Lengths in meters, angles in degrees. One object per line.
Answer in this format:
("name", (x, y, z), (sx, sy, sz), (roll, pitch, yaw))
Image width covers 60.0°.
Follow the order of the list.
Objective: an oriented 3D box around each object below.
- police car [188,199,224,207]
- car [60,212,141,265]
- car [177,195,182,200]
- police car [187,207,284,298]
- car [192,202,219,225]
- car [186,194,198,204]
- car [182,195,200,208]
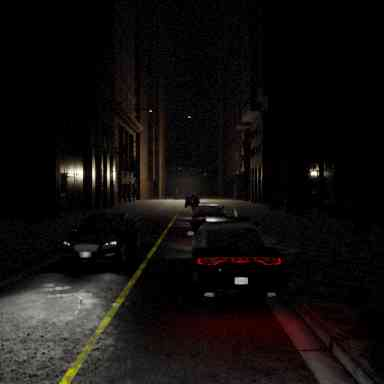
("police car", (0.916, 1.413, 18.687), (1.930, 1.638, 5.238), (0, 0, 0))
("car", (-2.990, 1.485, 11.766), (2.128, 1.511, 4.902), (0, 0, 0))
("car", (-2.925, 1.447, 88.707), (1.895, 1.301, 4.718), (0, 0, 0))
("police car", (0.907, 1.421, 8.685), (1.930, 1.638, 5.238), (0, 0, 0))
("car", (0.921, 1.507, 24.577), (1.812, 1.442, 4.674), (0, 0, 0))
("car", (0.052, 1.272, 60.071), (2.097, 1.767, 4.553), (0, 0, 0))
("car", (0.056, 1.299, 46.778), (2.097, 1.767, 4.553), (0, 0, 0))
